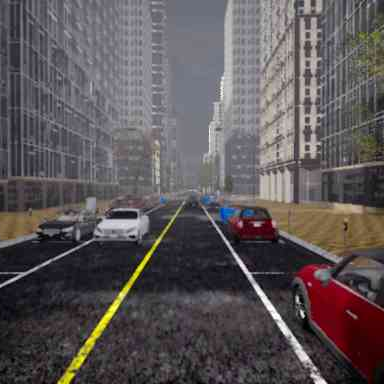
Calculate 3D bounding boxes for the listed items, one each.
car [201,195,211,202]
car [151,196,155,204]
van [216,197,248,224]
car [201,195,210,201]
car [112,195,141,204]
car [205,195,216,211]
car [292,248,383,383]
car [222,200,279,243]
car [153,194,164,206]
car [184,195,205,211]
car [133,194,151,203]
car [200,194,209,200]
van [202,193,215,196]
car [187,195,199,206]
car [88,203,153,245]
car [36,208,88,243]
[{"bbox_3d":[2.768,1.256,66.755,1.947,1.339,4.313,-1,0,0],"label":"car"},{"bbox_3d":[-5.680,1.408,38.341,1.802,1.307,4.206,-1,0,0],"label":"car"},{"bbox_3d":[2.691,1.245,21.285,1.690,1.788,3.998,-1,0,0],"label":"van"},{"bbox_3d":[2.829,1.244,72.438,1.802,1.307,4.206,-1,0,0],"label":"car"},{"bbox_3d":[-5.686,1.318,26.974,1.967,1.590,4.097,-1,0,0],"label":"car"},{"bbox_3d":[2.701,1.377,38.337,2.008,1.369,4.403,-1,0,0],"label":"car"},{"bbox_3d":[2.684,1.421,4.235,1.967,1.590,4.097,-1,0,0],"label":"car"},{"bbox_3d":[2.689,1.370,15.602,1.967,1.590,4.097,-1,0,0],"label":"car"},{"bbox_3d":[-5.674,1.356,49.710,1.802,1.307,4.206,-1,0,0],"label":"car"},{"bbox_3d":[0.129,1.391,38.292,1.994,1.385,4.181,0,0,-1],"label":"car"},{"bbox_3d":[-5.685,1.167,32.657,2.192,1.841,5.009,-1,0,0],"label":"car"},{"bbox_3d":[2.850,1.200,78.123,1.947,1.339,4.313,-1,0,0],"label":"car"},{"bbox_3d":[2.704,1.115,49.704,1.690,1.788,3.998,-1,0,0],"label":"van"},{"bbox_3d":[0.126,1.269,51.794,1.837,1.490,4.892,0,0,0],"label":"car"},{"bbox_3d":[-3.044,1.456,15.309,1.812,1.442,4.674,0,0,1],"label":"car"},{"bbox_3d":[-5.691,1.480,15.607,2.008,1.369,4.403,-1,0,0],"label":"car"}]
